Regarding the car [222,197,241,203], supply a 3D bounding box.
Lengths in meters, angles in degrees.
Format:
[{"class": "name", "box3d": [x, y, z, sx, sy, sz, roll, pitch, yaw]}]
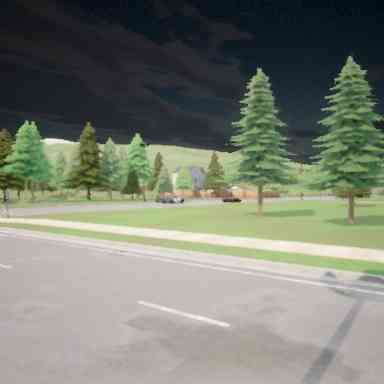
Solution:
[{"class": "car", "box3d": [7.736, 1.552, 65.219, 1.895, 1.301, 4.718, 0, 0, 36]}]

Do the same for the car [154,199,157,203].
[{"class": "car", "box3d": [-5.096, 1.489, 65.462, 2.033, 1.411, 5.357, 0, 0, 37]}]

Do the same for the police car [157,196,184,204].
[{"class": "police car", "box3d": [-3.608, 1.450, 61.539, 2.038, 1.542, 4.974, 0, 0, 36]}]
